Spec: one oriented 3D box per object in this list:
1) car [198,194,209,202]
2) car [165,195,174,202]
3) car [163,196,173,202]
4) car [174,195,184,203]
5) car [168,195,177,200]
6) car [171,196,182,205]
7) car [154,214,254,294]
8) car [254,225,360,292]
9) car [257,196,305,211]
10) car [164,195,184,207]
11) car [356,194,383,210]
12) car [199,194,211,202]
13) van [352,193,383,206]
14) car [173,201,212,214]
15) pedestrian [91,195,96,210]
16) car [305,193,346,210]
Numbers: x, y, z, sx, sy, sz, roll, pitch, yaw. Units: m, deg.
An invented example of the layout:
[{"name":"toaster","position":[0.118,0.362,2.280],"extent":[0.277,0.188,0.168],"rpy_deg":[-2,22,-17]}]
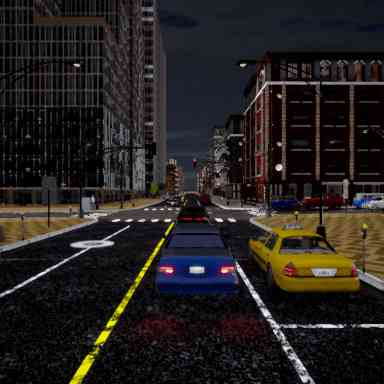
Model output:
[{"name":"car","position":[2.573,1.320,74.597],"extent":[2.192,1.841,5.009],"rpy_deg":[0,0,0]},{"name":"car","position":[-5.307,1.551,80.190],"extent":[1.887,1.381,4.507],"rpy_deg":[0,0,0]},{"name":"car","position":[-5.307,1.556,74.597],"extent":[2.008,1.369,4.403],"rpy_deg":[0,0,0]},{"name":"car","position":[-2.741,1.482,71.367],"extent":[1.882,1.535,5.008],"rpy_deg":[0,0,0]},{"name":"car","position":[-5.305,1.558,91.376],"extent":[2.008,1.369,4.403],"rpy_deg":[0,0,0]},{"name":"car","position":[-2.810,1.529,60.881],"extent":[1.812,1.442,4.674],"rpy_deg":[0,0,0]},{"name":"car","position":[0.098,1.547,8.913],"extent":[2.033,1.411,5.357],"rpy_deg":[0,0,0]},{"name":"car","position":[2.565,1.525,8.764],"extent":[1.752,1.417,4.829],"rpy_deg":[0,0,0]},{"name":"car","position":[9.384,1.213,36.204],"extent":[4.553,1.767,2.097],"rpy_deg":[-1,0,-4]},{"name":"car","position":[-2.837,1.494,51.254],"extent":[2.128,1.511,4.902],"rpy_deg":[0,0,0]},{"name":"car","position":[21.116,1.238,36.565],"extent":[4.674,1.442,1.812],"rpy_deg":[0,0,0]},{"name":"car","position":[2.571,1.318,63.411],"extent":[2.192,1.841,5.009],"rpy_deg":[0,0,0]},{"name":"van","position":[20.974,1.050,39.012],"extent":[3.998,1.788,1.690],"rpy_deg":[-1,1,-1]},{"name":"car","position":[0.086,1.505,18.654],"extent":[1.837,1.490,4.892],"rpy_deg":[0,0,0]},{"name":"pedestrian","position":[-12.343,1.270,41.603],"extent":[0.375,1.860,0.375],"rpy_deg":[0,1,-1]},{"name":"car","position":[15.318,1.094,38.953],"extent":[5.009,1.841,2.192],"rpy_deg":[-1,1,-1]}]
